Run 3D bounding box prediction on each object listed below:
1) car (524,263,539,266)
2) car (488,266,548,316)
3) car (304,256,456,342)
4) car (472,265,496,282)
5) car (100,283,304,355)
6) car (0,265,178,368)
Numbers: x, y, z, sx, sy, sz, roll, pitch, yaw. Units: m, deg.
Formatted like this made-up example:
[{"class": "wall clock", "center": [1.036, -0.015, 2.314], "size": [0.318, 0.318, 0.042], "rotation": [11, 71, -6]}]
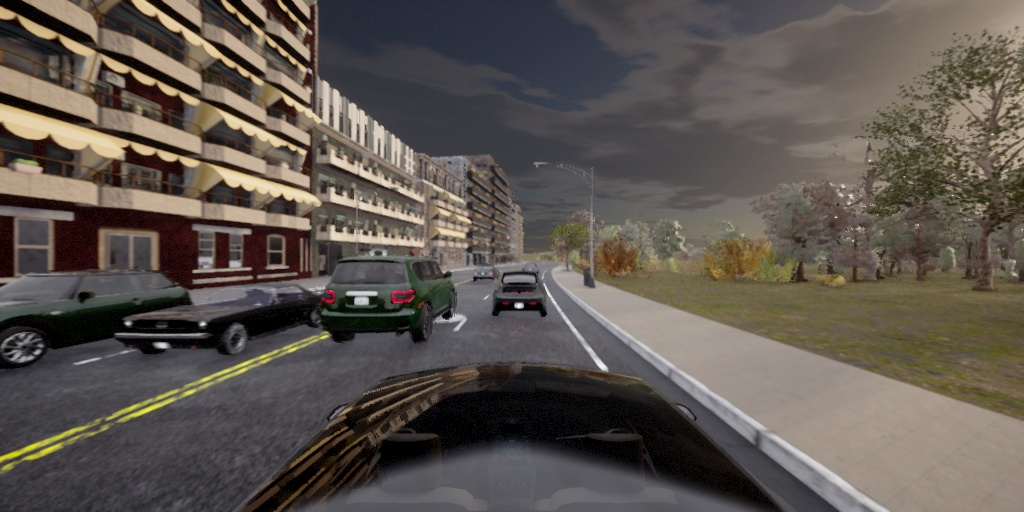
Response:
[{"class": "car", "center": [2.381, 1.554, 44.753], "size": [1.994, 1.385, 4.181], "rotation": [0, 0, 6]}, {"class": "car", "center": [0.306, 1.316, 13.801], "size": [1.837, 1.490, 4.892], "rotation": [0, 0, 2]}, {"class": "car", "center": [-3.026, 1.008, 10.007], "size": [2.150, 2.045, 5.566], "rotation": [0, 0, 1]}, {"class": "car", "center": [-2.116, 1.440, 30.602], "size": [2.033, 1.411, 5.357], "rotation": [0, 0, 4]}, {"class": "car", "center": [-6.475, 1.374, 8.896], "size": [1.895, 1.301, 4.718], "rotation": [0, 0, 2]}, {"class": "car", "center": [-9.737, 1.114, 7.840], "size": [2.097, 1.767, 4.553], "rotation": [0, 0, 1]}]
